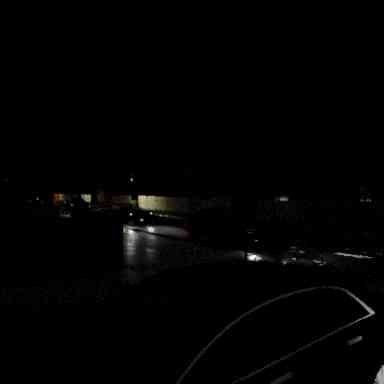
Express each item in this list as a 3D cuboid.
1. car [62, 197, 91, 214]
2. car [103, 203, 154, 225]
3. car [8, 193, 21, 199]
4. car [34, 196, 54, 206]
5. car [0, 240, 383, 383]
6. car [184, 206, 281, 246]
[{"bbox_3d":[-11.511,1.330,33.018,1.837,1.490,4.892,0,1,-36],"label":"car"},{"bbox_3d":[-4.519,1.486,23.211,1.895,1.301,4.718,0,0,-36],"label":"car"},{"bbox_3d":[-44.549,1.103,84.170,2.033,1.411,5.357,0,0,-36],"label":"car"},{"bbox_3d":[-20.394,1.311,45.614,2.033,1.411,5.357,0,0,-36],"label":"car"},{"bbox_3d":[0.166,1.524,3.063,4.892,1.490,1.837,0,0,-36],"label":"car"},{"bbox_3d":[1.599,1.416,14.659,1.882,1.535,5.008,0,0,-35],"label":"car"}]
